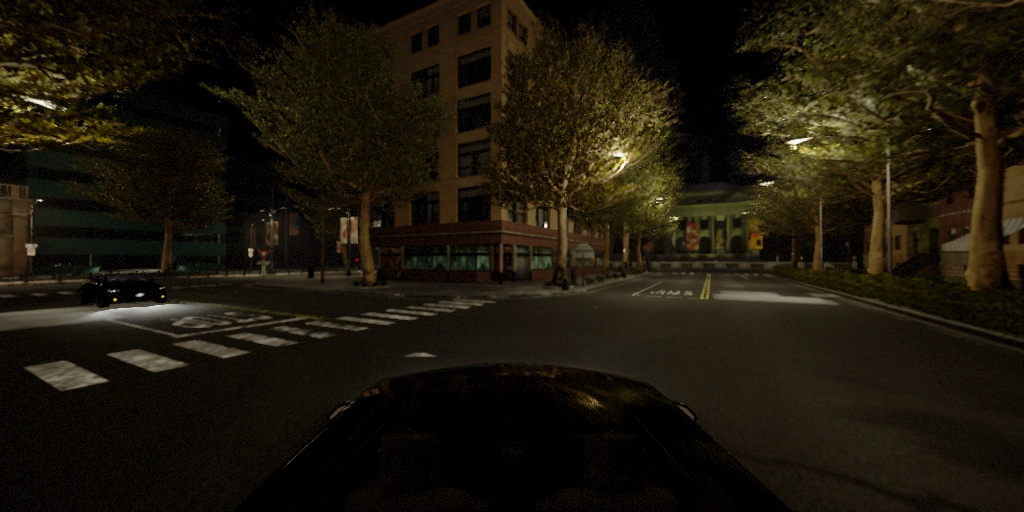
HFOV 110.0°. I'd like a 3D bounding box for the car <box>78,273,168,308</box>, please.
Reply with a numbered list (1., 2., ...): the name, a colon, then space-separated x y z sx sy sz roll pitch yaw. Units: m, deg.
1. car: -17.256 1.450 15.914 4.181 1.385 1.994 0 -1 29
